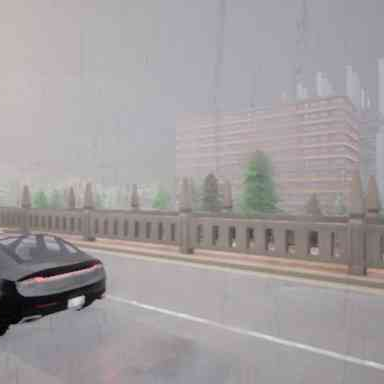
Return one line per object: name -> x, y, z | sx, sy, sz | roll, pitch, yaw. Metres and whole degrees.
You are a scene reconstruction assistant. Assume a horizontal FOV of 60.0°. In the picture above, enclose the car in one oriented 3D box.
car -> -3.820, 1.561, 6.713 | 4.902, 1.511, 2.128 | -1, 0, 35
